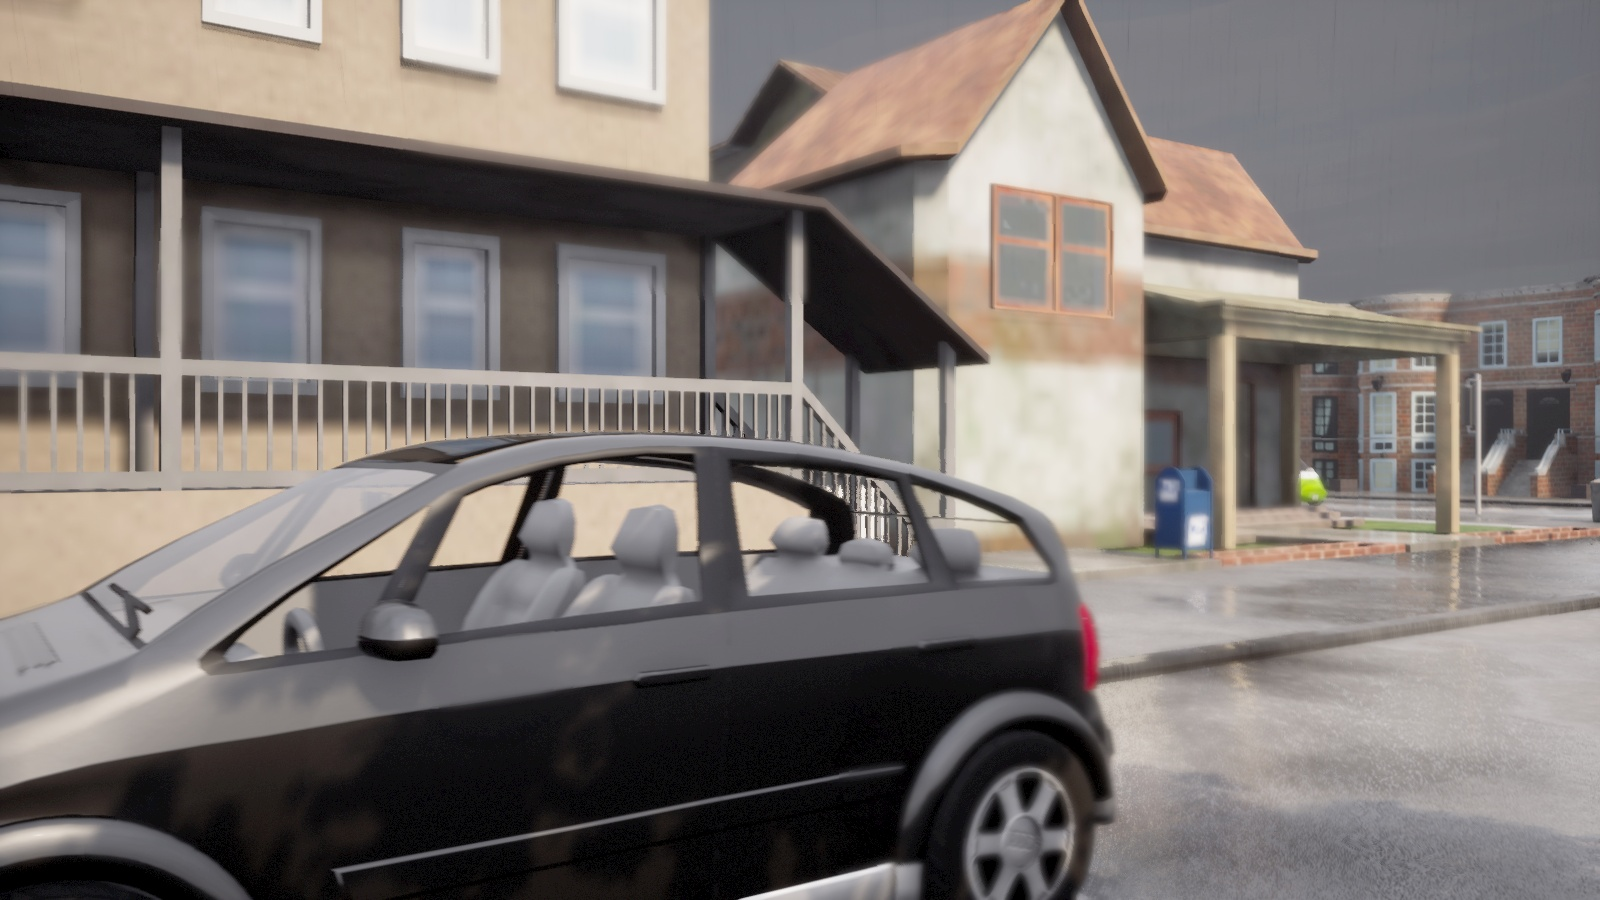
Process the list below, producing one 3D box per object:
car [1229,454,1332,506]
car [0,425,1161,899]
[{"bbox_3d":[13.258,0.812,34.684,1.481,1.376,2.207,0,0,-35],"label":"car"},{"bbox_3d":[-0.894,0.733,3.645,3.705,1.549,1.789,0,0,-35],"label":"car"}]
